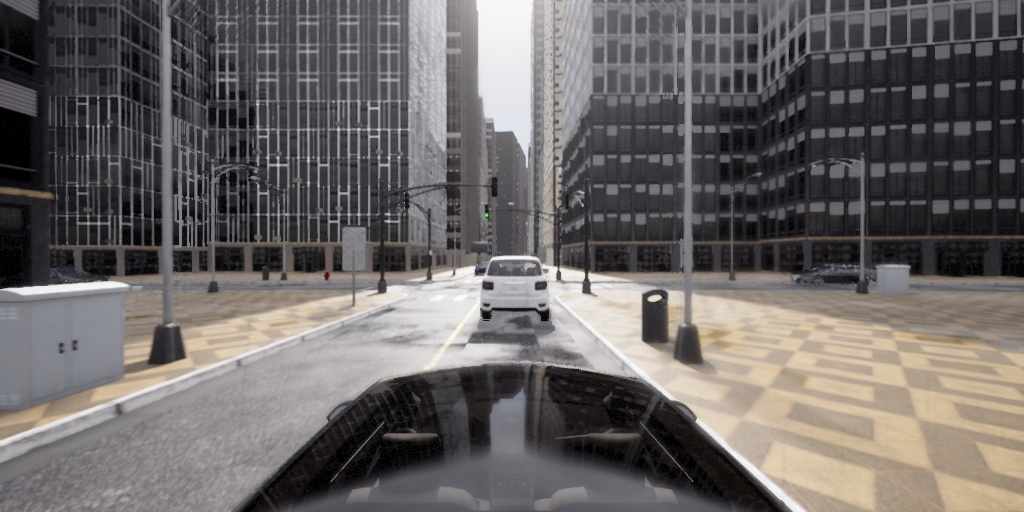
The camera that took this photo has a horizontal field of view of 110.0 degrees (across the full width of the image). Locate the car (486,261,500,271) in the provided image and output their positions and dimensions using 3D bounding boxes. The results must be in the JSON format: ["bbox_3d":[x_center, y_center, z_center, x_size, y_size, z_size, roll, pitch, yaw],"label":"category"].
[{"bbox_3d":[-3.057,1.619,57.786,1.882,1.535,5.008,0,-1,0],"label":"car"}]

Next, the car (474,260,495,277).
[{"bbox_3d":[-3.092,1.368,41.066,2.097,1.767,4.553,0,0,0],"label":"car"}]

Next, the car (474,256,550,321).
[{"bbox_3d":[0.188,1.043,12.974,2.150,2.045,5.566,0,0,3],"label":"car"}]

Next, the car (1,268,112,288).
[{"bbox_3d":[-29.094,1.495,23.028,5.357,1.411,2.033,0,0,0],"label":"car"}]

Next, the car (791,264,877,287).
[{"bbox_3d":[22.252,1.335,24.833,4.902,1.511,2.128,0,0,6],"label":"car"}]
